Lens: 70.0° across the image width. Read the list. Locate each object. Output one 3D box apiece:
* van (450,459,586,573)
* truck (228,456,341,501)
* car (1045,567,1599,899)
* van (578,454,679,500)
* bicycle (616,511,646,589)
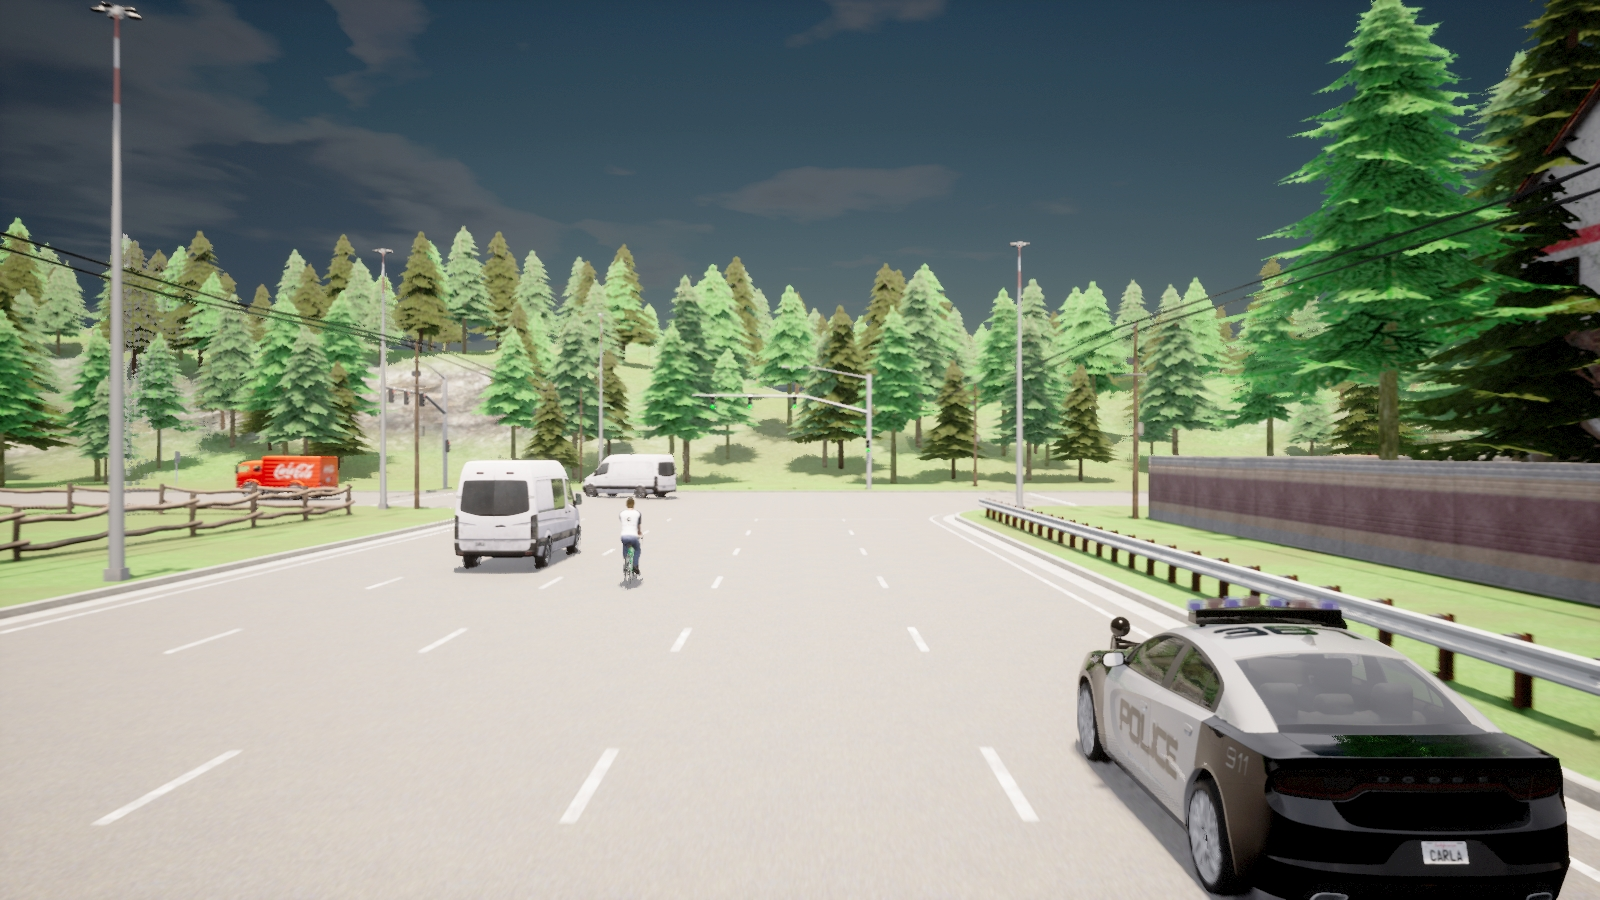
[{"bbox_3d":[-6.996,1.534,29.059,1.988,2.561,5.915,0,0,0],"label":"van"},{"bbox_3d":[-29.145,1.570,64.690,5.204,2.467,2.627,0,0,4],"label":"truck"},{"bbox_3d":[3.499,1.982,8.784,2.097,1.638,5.238,0,0,0],"label":"car"},{"bbox_3d":[-10.086,1.534,66.889,5.915,2.561,1.988,0,0,31],"label":"van"},{"bbox_3d":[-3.502,2.056,23.752,0.373,1.496,1.643,0,0,0],"label":"bicycle"}]
